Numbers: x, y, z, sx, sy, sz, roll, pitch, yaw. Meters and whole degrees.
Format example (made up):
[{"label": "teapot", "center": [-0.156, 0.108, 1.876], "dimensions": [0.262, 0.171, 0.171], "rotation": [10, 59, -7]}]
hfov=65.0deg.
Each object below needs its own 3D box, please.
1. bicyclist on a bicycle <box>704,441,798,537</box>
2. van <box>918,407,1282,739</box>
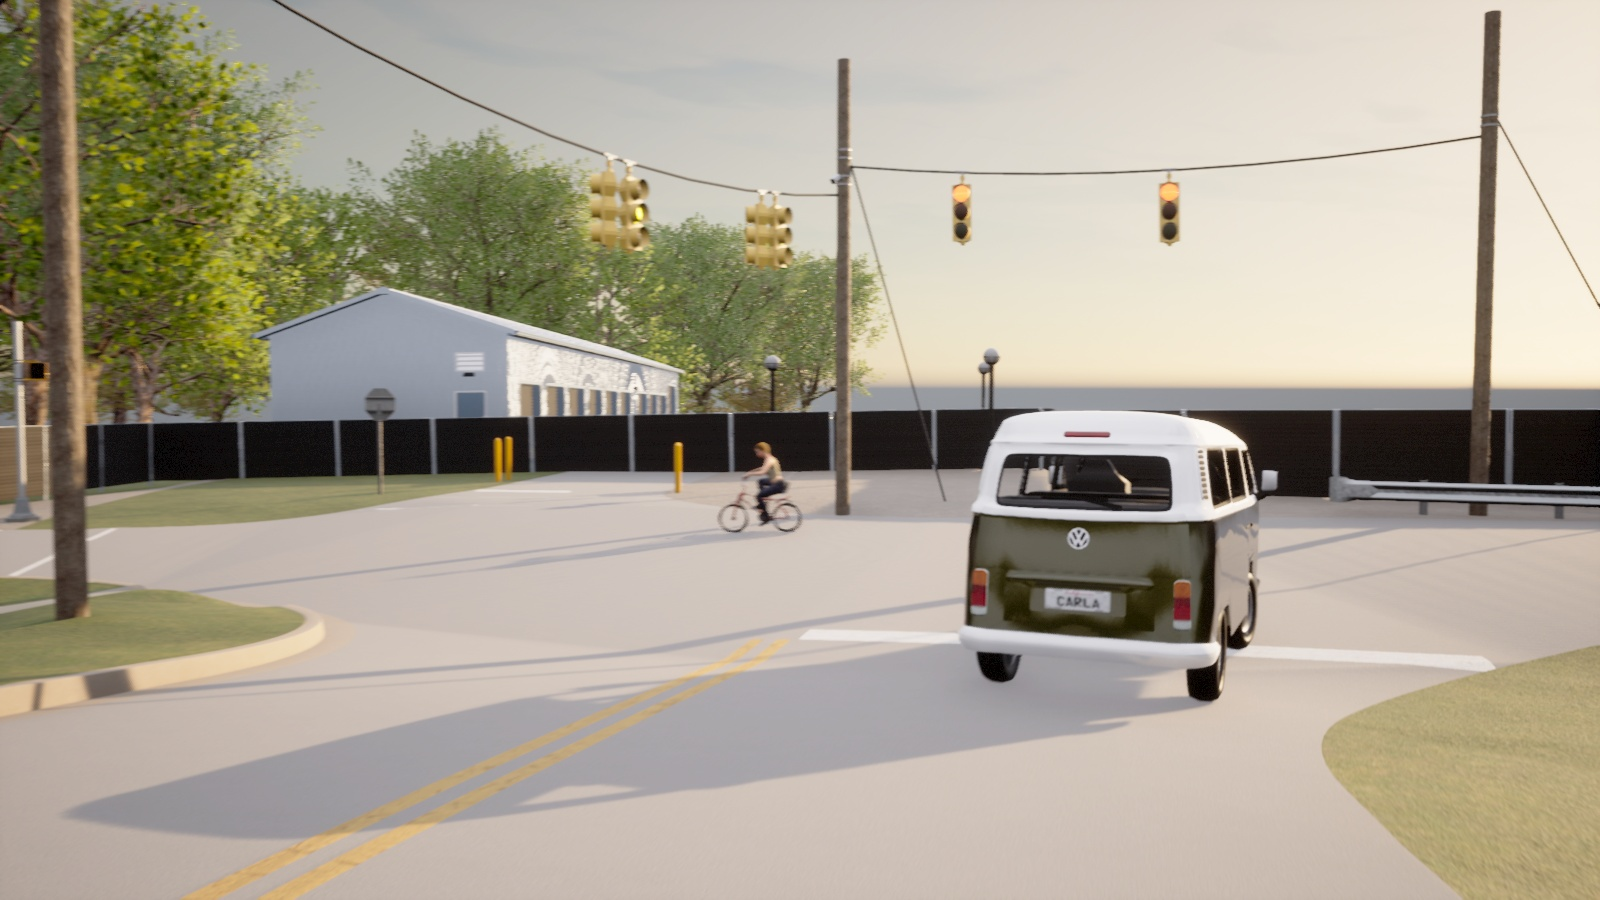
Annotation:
[{"label": "bicyclist on a bicycle", "center": [-0.858, 0.678, 22.197], "dimensions": [1.509, 1.612, 0.866], "rotation": [-1, 3, 6]}, {"label": "van", "center": [2.671, 0.735, 10.206], "dimensions": [2.069, 2.038, 4.480], "rotation": [1, 1, 24]}]
